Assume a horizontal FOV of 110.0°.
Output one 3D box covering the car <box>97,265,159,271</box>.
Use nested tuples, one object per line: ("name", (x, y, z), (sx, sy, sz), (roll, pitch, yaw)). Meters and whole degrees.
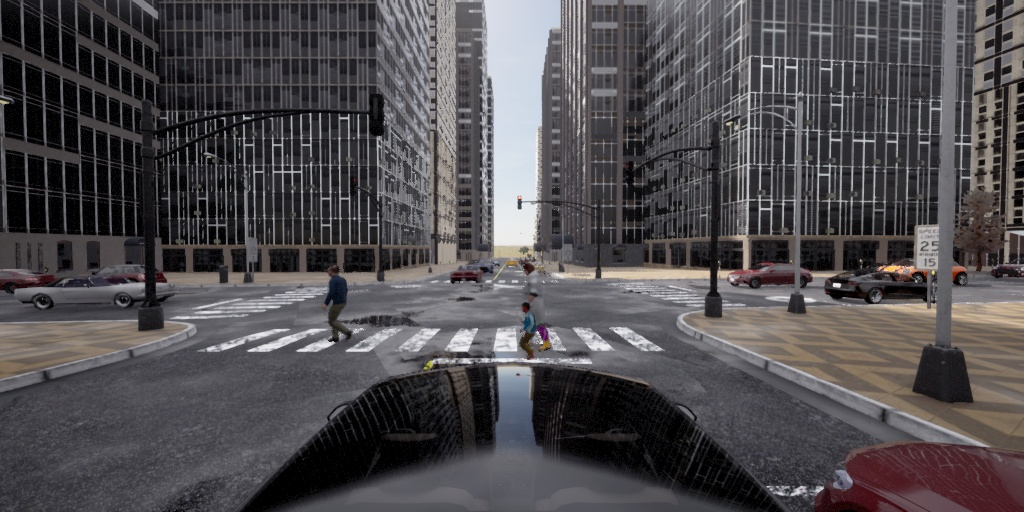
("car", (-22.578, 1.216, 20.552), (4.097, 1.591, 1.967), (0, 0, -5))

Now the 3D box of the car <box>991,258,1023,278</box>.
("car", (37.693, 0.864, 26.134), (4.097, 1.591, 1.967), (0, 0, -5))

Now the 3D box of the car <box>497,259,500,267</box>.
("car", (-3.077, 1.249, 64.369), (2.033, 1.411, 5.357), (0, 0, 0))

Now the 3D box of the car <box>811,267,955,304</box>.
("car", (16.124, 1.293, 15.717), (4.313, 1.339, 1.948), (0, 0, -5))

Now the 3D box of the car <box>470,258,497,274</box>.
("car", (-3.112, 1.085, 39.807), (2.097, 1.767, 4.553), (0, 0, 0))

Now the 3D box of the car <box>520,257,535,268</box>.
("car", (2.710, 1.028, 55.039), (2.192, 1.841, 5.009), (0, 0, 0))

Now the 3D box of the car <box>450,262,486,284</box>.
("car", (-3.114, 1.293, 25.298), (1.895, 1.301, 4.718), (0, -2, 0))

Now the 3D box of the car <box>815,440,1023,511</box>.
("car", (2.692, 1.333, 0.419), (1.802, 1.307, 4.207), (0, 0, 0))

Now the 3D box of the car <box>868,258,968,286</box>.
("car", (25.342, 0.906, 22.371), (4.553, 1.767, 2.097), (0, 1, -5))

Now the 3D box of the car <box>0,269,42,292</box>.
("car", (-28.204, 1.390, 20.028), (4.207, 1.307, 1.802), (0, 0, -5))

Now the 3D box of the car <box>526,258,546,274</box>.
("car", (2.806, 1.254, 39.957), (1.751, 1.417, 4.829), (0, 0, 0))

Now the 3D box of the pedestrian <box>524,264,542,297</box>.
("pedestrian", (0.450, 1.041, 7.571), (0.375, 1.860, 0.375), (-1, 1, 0))

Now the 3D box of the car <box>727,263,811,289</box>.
("car", (15.392, 1.135, 21.460), (4.674, 1.442, 1.812), (0, 1, -5))

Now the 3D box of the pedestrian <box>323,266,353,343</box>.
("pedestrian", (-3.964, 1.041, 8.164), (0.375, 1.860, 0.375), (-1, 1, 0))

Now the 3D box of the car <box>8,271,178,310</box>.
("car", (-17.345, 1.469, 15.211), (4.718, 1.301, 1.895), (0, 1, -6))

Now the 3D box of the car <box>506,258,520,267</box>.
("car", (-0.025, 1.178, 65.017), (1.882, 1.535, 5.008), (0, 0, 0))

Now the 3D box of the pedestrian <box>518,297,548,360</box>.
("pedestrian", (0.361, 1.423, 6.814), (0.500, 1.100, 0.500), (-1, 1, 0))
